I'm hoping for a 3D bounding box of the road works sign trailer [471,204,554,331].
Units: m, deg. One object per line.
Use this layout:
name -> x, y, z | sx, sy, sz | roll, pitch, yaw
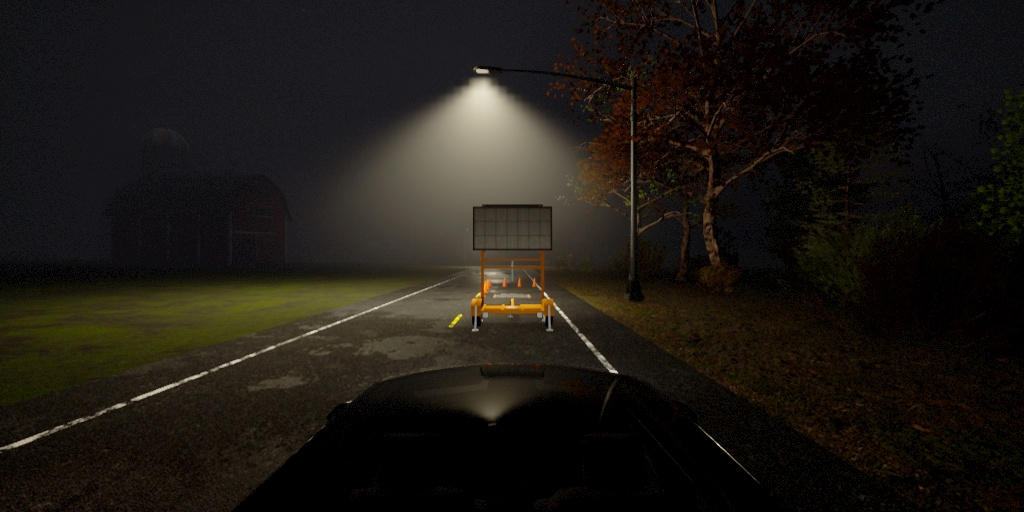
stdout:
road works sign trailer -> 0.014, 0.229, 11.015 | 2.380, 3.560, 2.880 | 0, 0, 0
